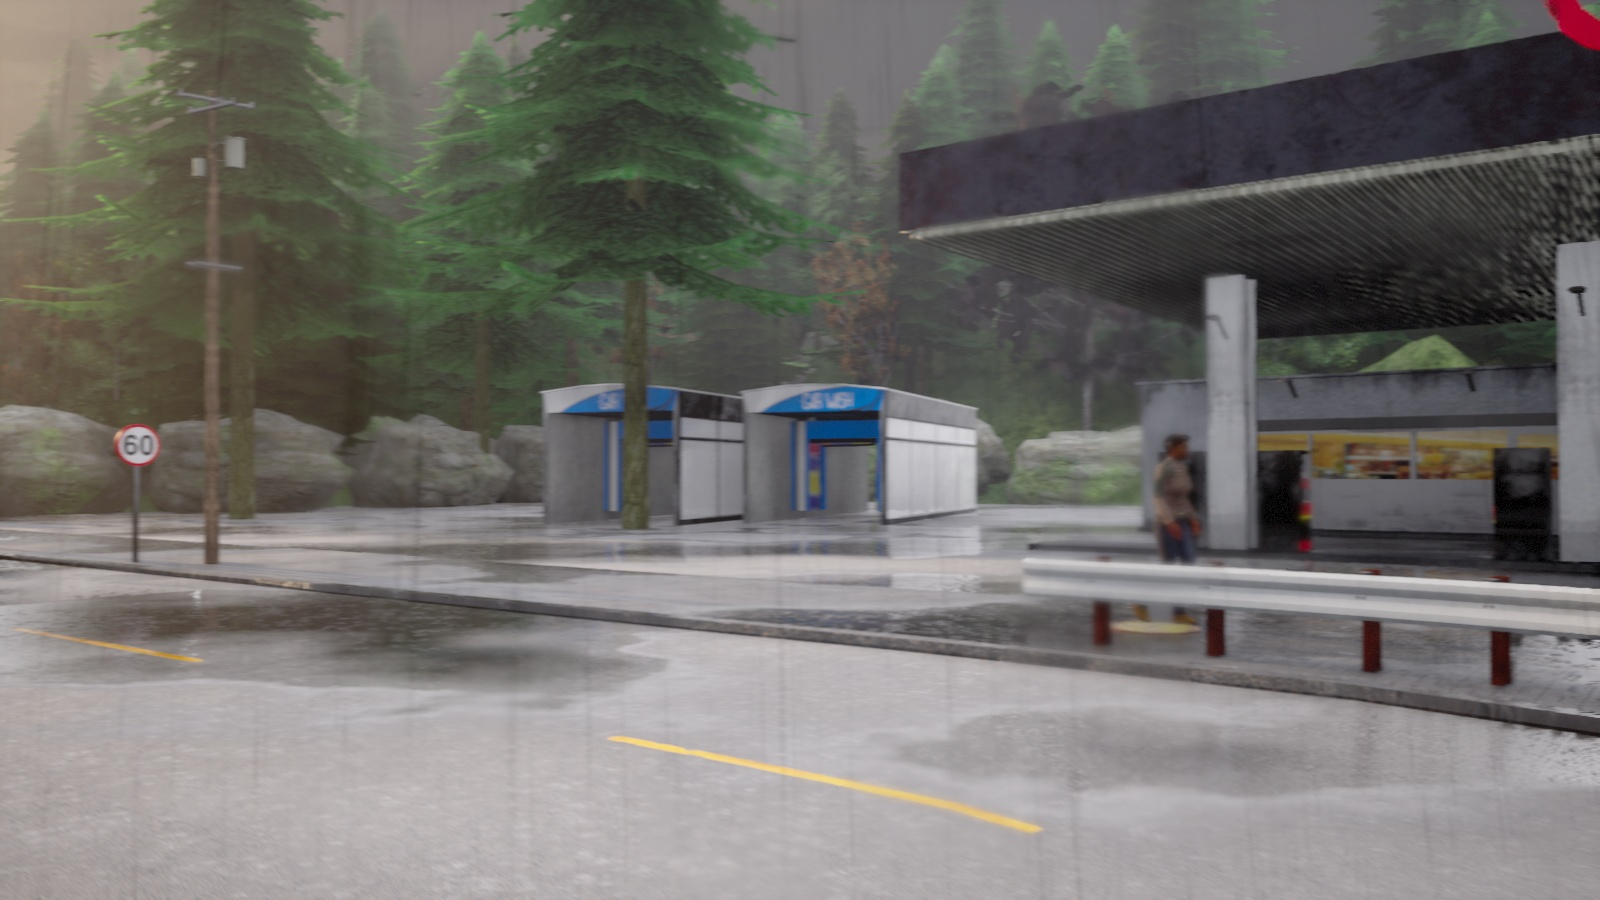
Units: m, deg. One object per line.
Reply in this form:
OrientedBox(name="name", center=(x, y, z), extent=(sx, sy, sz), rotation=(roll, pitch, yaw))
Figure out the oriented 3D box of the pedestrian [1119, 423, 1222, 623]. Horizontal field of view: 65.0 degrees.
OrientedBox(name="pedestrian", center=(3.466, 0.668, 11.791), extent=(0.328, 1.805, 0.869), rotation=(0, -1, -39))
